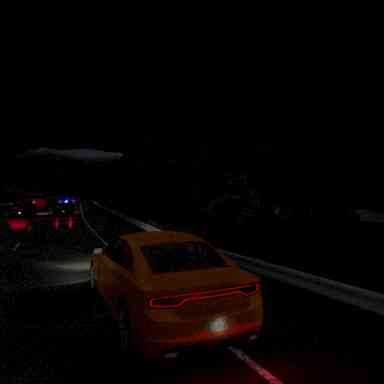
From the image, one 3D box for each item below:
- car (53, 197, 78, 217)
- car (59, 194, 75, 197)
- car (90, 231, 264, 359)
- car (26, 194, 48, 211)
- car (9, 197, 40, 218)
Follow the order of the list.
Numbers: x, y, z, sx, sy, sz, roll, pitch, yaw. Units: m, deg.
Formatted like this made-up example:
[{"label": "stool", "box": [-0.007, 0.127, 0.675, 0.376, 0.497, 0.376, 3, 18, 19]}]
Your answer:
[{"label": "car", "box": [-12.074, 1.492, 31.505, 2.128, 1.511, 4.902, 0, 0, -19]}, {"label": "car", "box": [-15.530, 1.221, 41.391, 2.150, 2.045, 5.566, 0, 0, -19]}, {"label": "car", "box": [-0.709, 1.478, 6.309, 1.882, 1.535, 5.008, 0, 0, -25]}, {"label": "car", "box": [-18.691, 1.221, 39.986, 2.150, 2.045, 5.566, 0, 0, -19]}, {"label": "car", "box": [-15.245, 1.505, 30.105, 1.837, 1.490, 4.892, 0, 0, -20]}]
